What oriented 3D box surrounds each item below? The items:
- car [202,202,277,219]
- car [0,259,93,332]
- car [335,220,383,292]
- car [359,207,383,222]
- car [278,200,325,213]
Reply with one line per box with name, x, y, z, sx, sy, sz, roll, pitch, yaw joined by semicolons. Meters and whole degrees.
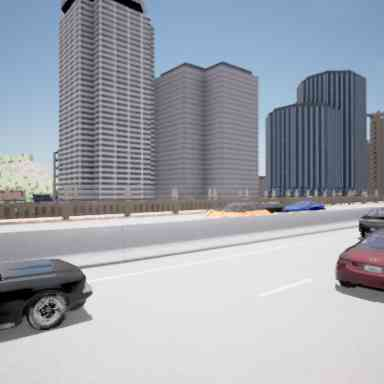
car;2.668;1.410;19.860;4.553;1.767;2.097;0;0;-40
car;-4.105;1.628;5.246;4.718;1.301;1.895;0;0;-35
car;5.350;1.579;8.231;4.181;1.385;1.994;0;0;-39
car;10.216;1.523;16.851;4.902;1.511;2.128;0;0;-40
car;10.597;1.553;31.193;5.008;1.535;1.882;0;0;-40
